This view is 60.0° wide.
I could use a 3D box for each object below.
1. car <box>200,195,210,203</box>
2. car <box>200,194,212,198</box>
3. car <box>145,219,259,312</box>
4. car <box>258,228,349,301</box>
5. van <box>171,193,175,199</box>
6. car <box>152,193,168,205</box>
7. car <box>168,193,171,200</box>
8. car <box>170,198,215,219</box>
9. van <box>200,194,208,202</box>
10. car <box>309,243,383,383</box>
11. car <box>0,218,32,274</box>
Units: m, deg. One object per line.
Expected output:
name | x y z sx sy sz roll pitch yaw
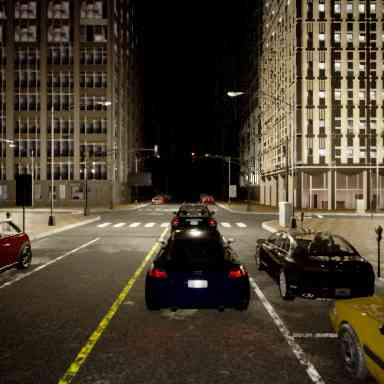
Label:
car | 2.659 1.365 68.751 1.967 1.590 4.097 0 0 0
car | 2.761 1.390 57.383 1.967 1.590 4.097 0 0 0
car | 0.098 1.563 7.779 1.994 1.385 4.181 0 0 0
car | 2.688 1.550 8.123 2.008 1.369 4.403 0 0 0
van | -5.726 1.239 80.121 1.690 1.788 3.998 0 0 0
car | -5.811 1.390 57.380 1.967 1.590 4.097 0 0 0
car | -5.747 1.253 63.066 2.192 1.841 5.009 0 0 0
car | 0.090 1.347 16.412 2.097 1.767 4.553 0 0 0
van | 2.657 1.253 74.436 1.690 1.788 3.998 0 0 0
car | 2.690 1.525 2.625 1.752 1.417 4.829 0 0 0
car | -5.692 1.439 8.117 1.967 1.590 4.097 0 0 0
